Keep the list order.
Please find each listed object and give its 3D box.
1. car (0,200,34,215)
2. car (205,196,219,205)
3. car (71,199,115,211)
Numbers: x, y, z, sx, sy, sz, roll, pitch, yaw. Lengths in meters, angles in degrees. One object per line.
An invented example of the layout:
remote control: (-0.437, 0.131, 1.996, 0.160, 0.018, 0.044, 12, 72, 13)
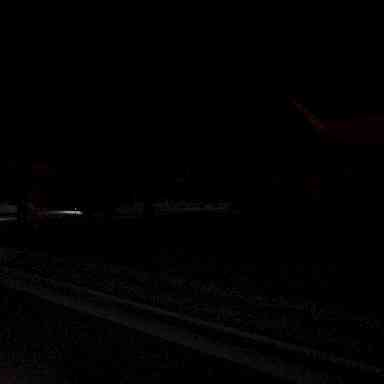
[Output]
car: (-17.726, 1.526, 32.074, 1.812, 1.442, 4.674, 0, 0, 34)
car: (3.516, 1.505, 58.522, 1.837, 1.490, 4.892, 0, 0, 14)
car: (-11.965, 1.547, 40.640, 2.033, 1.411, 5.357, 0, 0, 34)
